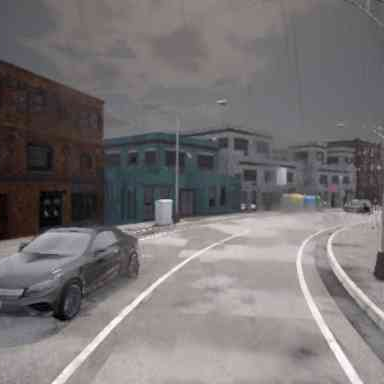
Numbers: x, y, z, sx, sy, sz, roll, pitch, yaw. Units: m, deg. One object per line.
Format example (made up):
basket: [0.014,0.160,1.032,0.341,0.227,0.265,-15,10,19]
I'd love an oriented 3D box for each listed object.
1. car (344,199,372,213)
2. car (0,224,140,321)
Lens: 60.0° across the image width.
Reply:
car: [21.024,1.722,42.107,4.553,1.767,2.097,1,1,-43]
car: [-2.630,1.493,7.472,1.812,1.442,4.674,1,0,12]
